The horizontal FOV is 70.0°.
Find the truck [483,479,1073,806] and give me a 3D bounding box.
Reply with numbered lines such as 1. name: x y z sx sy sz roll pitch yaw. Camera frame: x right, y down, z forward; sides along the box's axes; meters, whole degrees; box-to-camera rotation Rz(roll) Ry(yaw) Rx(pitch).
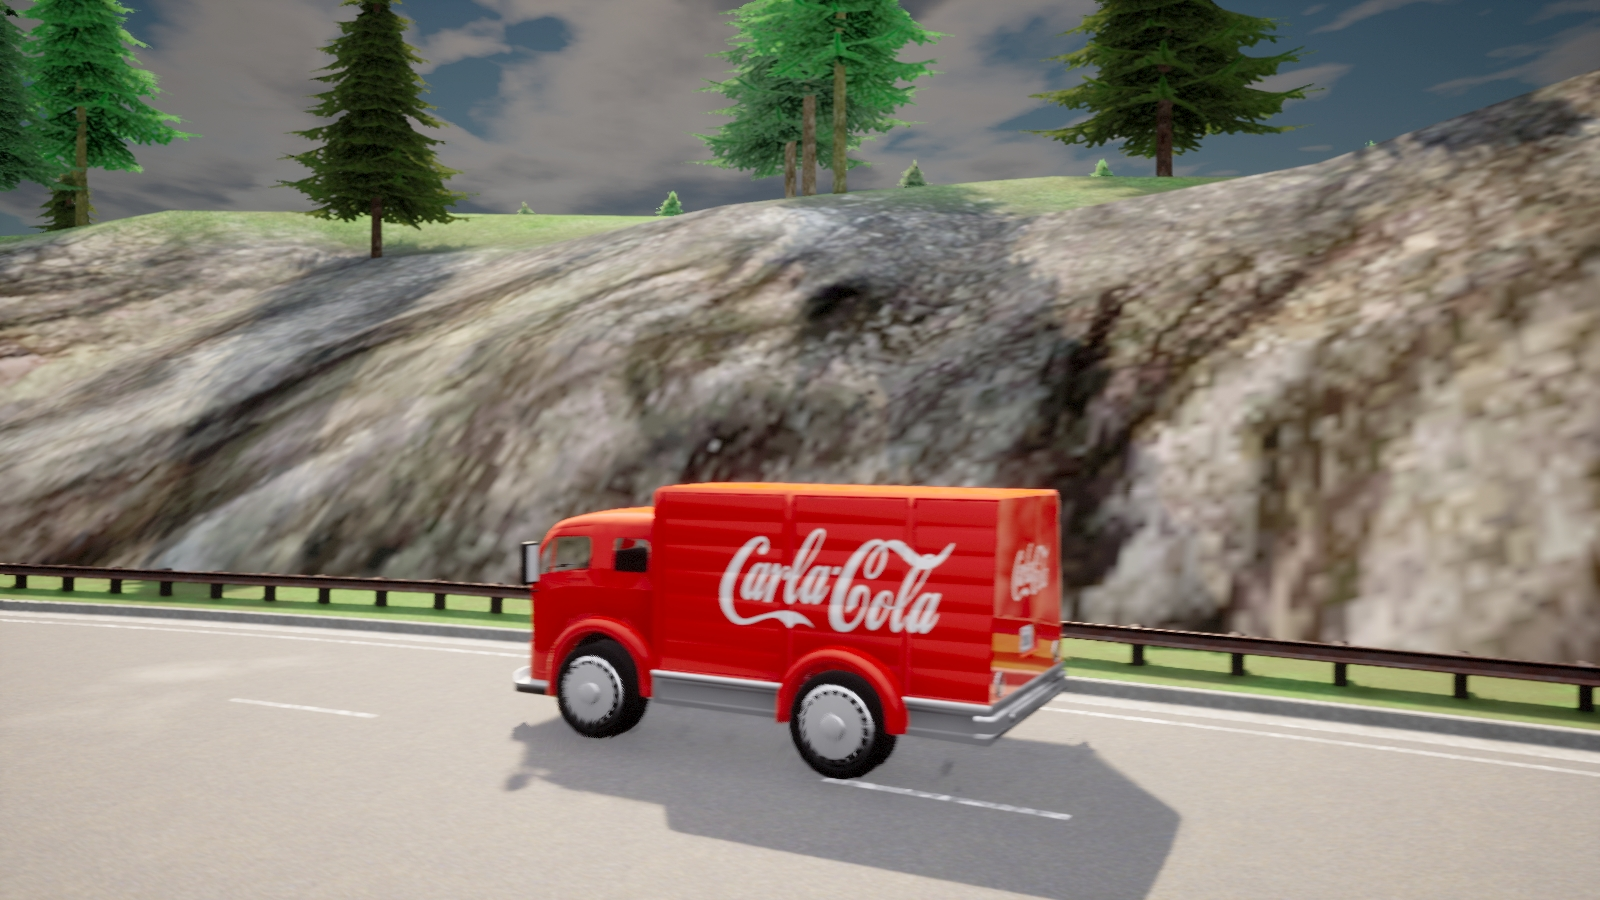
1. truck: -0.220 1.567 11.308 5.204 2.467 2.627 0 -1 27
